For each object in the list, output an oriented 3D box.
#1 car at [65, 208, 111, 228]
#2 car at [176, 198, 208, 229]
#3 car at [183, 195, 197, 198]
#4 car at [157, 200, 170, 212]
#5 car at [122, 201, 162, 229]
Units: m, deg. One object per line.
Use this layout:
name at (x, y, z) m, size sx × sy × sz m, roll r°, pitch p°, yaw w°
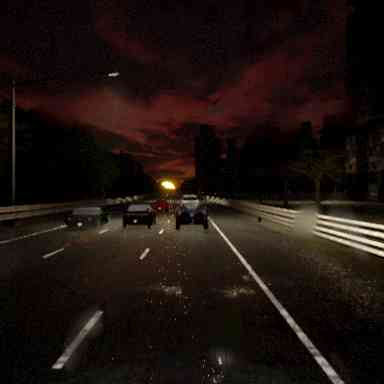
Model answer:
car at (-7.013, 1.731, 22.940) m, size 1.895 × 1.301 × 4.718 m, roll 0°, pitch 0°, yaw -1°
car at (-0.019, 1.481, 23.028) m, size 2.097 × 1.767 × 4.553 m, roll 0°, pitch 0°, yaw -1°
car at (-0.263, 1.411, 40.856) m, size 2.150 × 2.045 × 5.566 m, roll 0°, pitch 0°, yaw -1°
car at (-3.765, 1.715, 40.788) m, size 1.812 × 1.442 × 4.674 m, roll 0°, pitch 0°, yaw -1°
car at (-3.516, 1.621, 22.946) m, size 2.128 × 1.511 × 4.902 m, roll 0°, pitch 0°, yaw -1°
